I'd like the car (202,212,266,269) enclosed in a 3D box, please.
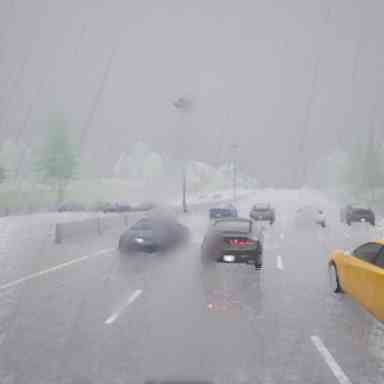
[{"bbox_3d":[1.583,1.671,11.880,1.837,1.490,4.892,-1,-1,13],"label":"car"}]

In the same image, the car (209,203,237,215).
[{"bbox_3d":[2.840,1.740,29.579,1.882,1.535,5.008,0,0,16],"label":"car"}]

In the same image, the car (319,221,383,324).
[{"bbox_3d":[4.012,1.553,6.014,1.882,1.535,5.008,0,-1,6],"label":"car"}]

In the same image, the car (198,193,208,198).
[{"bbox_3d":[2.625,0.979,79.451,1.812,1.442,4.674,0,1,16],"label":"car"}]

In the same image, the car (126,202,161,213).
[{"bbox_3d":[-5.384,1.869,39.603,2.033,1.411,5.357,0,0,16],"label":"car"}]

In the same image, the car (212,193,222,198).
[{"bbox_3d":[5.986,0.931,78.476,1.837,1.490,4.892,0,1,16],"label":"car"}]

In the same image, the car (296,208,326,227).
[{"bbox_3d":[8.707,1.814,24.687,1.895,1.301,4.718,0,0,16],"label":"car"}]

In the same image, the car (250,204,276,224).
[{"bbox_3d":[5.799,1.729,27.222,2.128,1.511,4.902,0,0,16],"label":"car"}]

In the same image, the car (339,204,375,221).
[{"bbox_3d":[12.600,1.696,25.540,1.837,1.490,4.892,0,0,16],"label":"car"}]

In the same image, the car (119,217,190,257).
[{"bbox_3d":[-1.438,1.766,14.123,1.994,1.385,4.181,0,-1,14],"label":"car"}]

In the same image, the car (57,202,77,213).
[{"bbox_3d":[-15.376,1.957,42.817,1.994,1.385,4.181,0,0,16],"label":"car"}]

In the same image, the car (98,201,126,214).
[{"bbox_3d":[-8.918,1.949,39.977,1.895,1.301,4.718,0,0,16],"label":"car"}]

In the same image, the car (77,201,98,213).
[{"bbox_3d":[-11.904,1.859,42.231,2.128,1.511,4.902,0,0,16],"label":"car"}]
